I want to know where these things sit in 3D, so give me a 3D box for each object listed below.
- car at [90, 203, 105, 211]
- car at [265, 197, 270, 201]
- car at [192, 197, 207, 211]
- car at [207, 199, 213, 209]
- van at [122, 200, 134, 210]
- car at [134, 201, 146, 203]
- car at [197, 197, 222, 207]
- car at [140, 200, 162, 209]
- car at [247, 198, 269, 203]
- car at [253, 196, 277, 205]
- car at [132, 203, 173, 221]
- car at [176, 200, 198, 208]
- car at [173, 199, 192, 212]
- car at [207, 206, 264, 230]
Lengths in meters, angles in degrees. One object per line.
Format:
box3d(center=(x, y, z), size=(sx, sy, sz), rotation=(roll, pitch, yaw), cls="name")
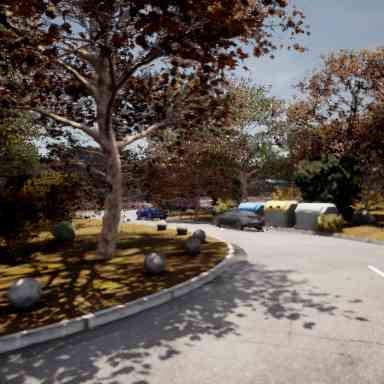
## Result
box3d(center=(-17.425, 2.533, 57.599), size=(2.163, 1.488, 4.792), rotation=(0, 0, -33), cls="car")
box3d(center=(15.521, 2.222, 63.783), size=(1.946, 1.575, 5.366), rotation=(0, 0, -33), cls="car")
box3d(center=(-0.688, 2.063, 52.949), size=(2.435, 2.045, 5.566), rotation=(0, 0, -33), cls="car")
box3d(center=(1.760, 2.336, 54.523), size=(2.002, 1.452, 4.674), rotation=(0, 0, -33), cls="car")
box3d(center=(-12.790, 2.239, 60.752), size=(1.878, 1.987, 4.442), rotation=(0, 0, -33), cls="van")
box3d(center=(-10.364, 2.474, 62.168), size=(2.163, 1.488, 4.792), rotation=(0, 0, -33), cls="car")
box3d(center=(3.687, 2.103, 71.404), size=(2.435, 2.045, 5.566), rotation=(0, 0, -33), cls="car")
box3d(center=(-7.936, 2.421, 63.577), size=(1.946, 1.575, 5.366), rotation=(0, 0, -33), cls="car")
box3d(center=(10.951, 2.274, 60.594), size=(2.163, 1.488, 4.792), rotation=(0, 0, -33), cls="car")
box3d(center=(17.747, 2.045, 80.633), size=(2.435, 2.045, 5.566), rotation=(0, 0, -33), cls="car")
box3d(center=(-4.361, 2.261, 36.161), size=(1.882, 1.535, 5.008), rotation=(3, -3, -32), cls="car")
box3d(center=(-1.027, 2.407, 68.373), size=(2.163, 1.488, 4.792), rotation=(0, 0, -33), cls="car")
box3d(center=(-2.912, 2.081, 51.487), size=(2.435, 2.045, 5.566), rotation=(0, 0, -33), cls="car")
box3d(center=(3.212, 1.945, 23.739), size=(1.994, 1.385, 4.181), rotation=(3, -3, -30), cls="car")
